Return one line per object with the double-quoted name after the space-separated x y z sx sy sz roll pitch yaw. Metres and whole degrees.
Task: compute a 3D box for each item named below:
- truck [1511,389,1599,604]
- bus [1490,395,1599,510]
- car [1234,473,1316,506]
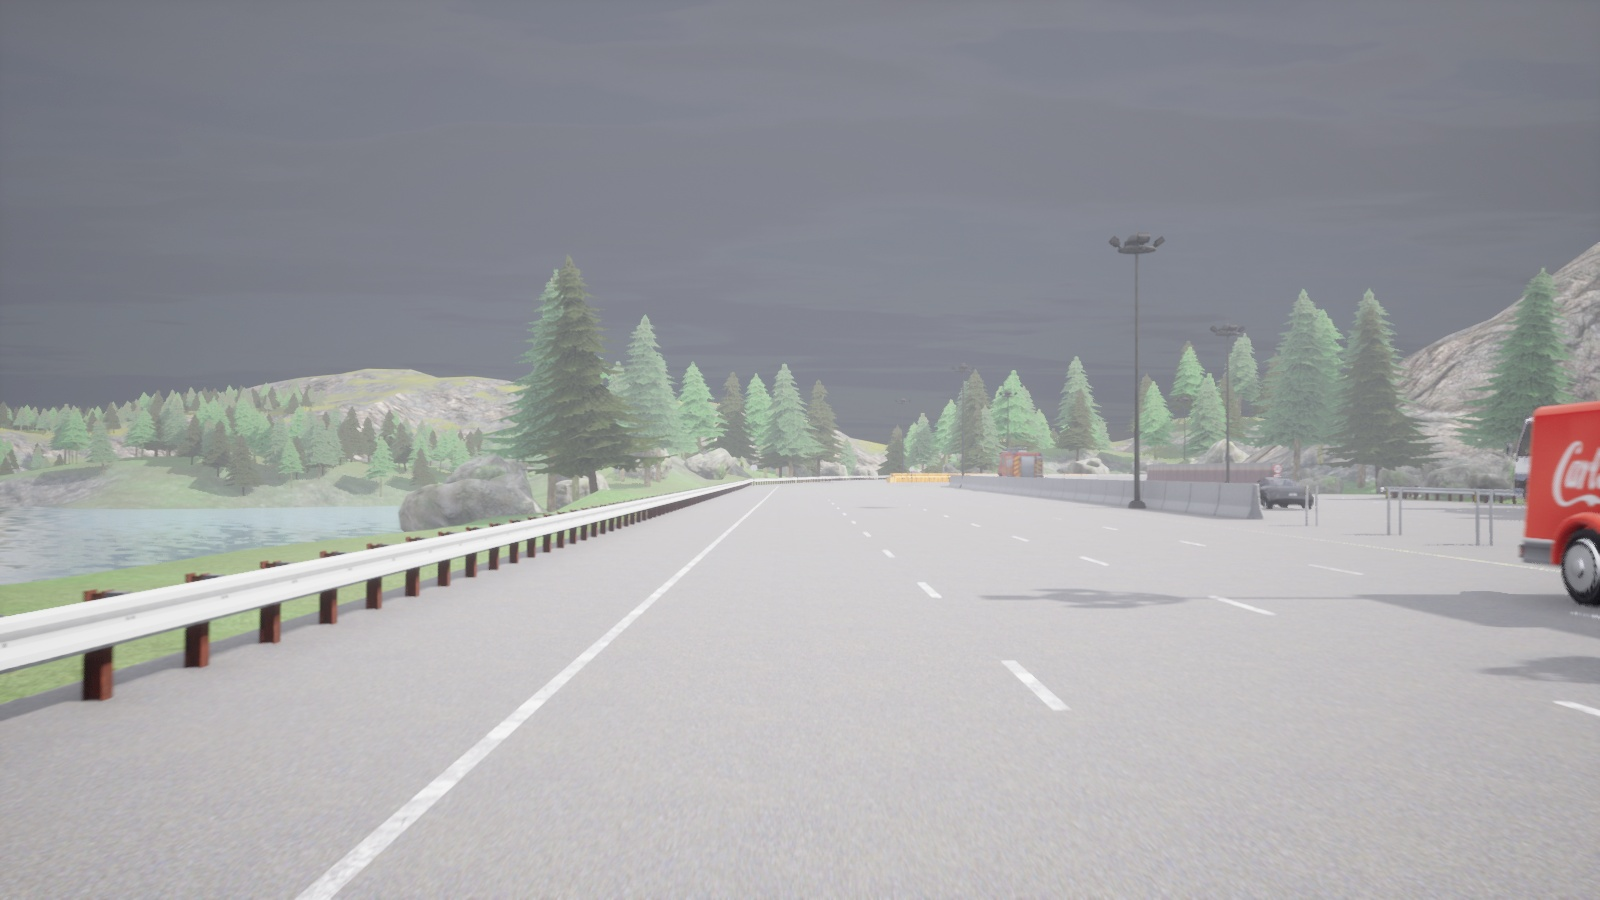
10.466 0.512 13.534 2.627 2.467 5.204 0 -1 0 "truck"
31.380 0.121 48.294 3.944 4.253 10.273 0 -1 0 "bus"
20.870 1.722 55.328 1.994 1.385 4.181 0 -1 0 "car"
